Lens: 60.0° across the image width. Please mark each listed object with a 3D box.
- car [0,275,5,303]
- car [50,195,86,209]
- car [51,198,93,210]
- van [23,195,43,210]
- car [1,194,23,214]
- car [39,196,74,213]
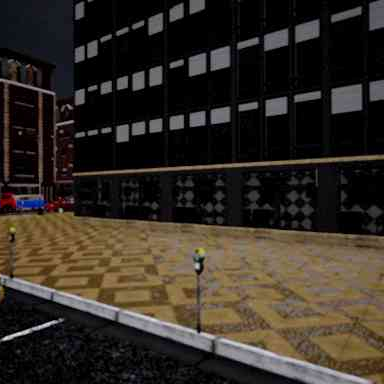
[{"bbox_3d":[-5.651,1.576,6.761,4.829,1.417,1.752,0,0,36],"label":"car"},{"bbox_3d":[-16.322,1.315,43.964,1.967,1.590,4.097,1,1,35],"label":"car"},{"bbox_3d":[-14.958,1.479,41.631,1.895,1.301,4.718,0,1,35],"label":"car"},{"bbox_3d":[-19.562,1.285,39.326,1.690,1.788,3.998,1,1,35],"label":"van"},{"bbox_3d":[-20.626,1.222,33.510,2.150,2.045,5.566,0,1,35],"label":"car"},{"bbox_3d":[-13.089,1.456,34.835,1.887,1.381,4.507,1,1,35],"label":"car"}]
